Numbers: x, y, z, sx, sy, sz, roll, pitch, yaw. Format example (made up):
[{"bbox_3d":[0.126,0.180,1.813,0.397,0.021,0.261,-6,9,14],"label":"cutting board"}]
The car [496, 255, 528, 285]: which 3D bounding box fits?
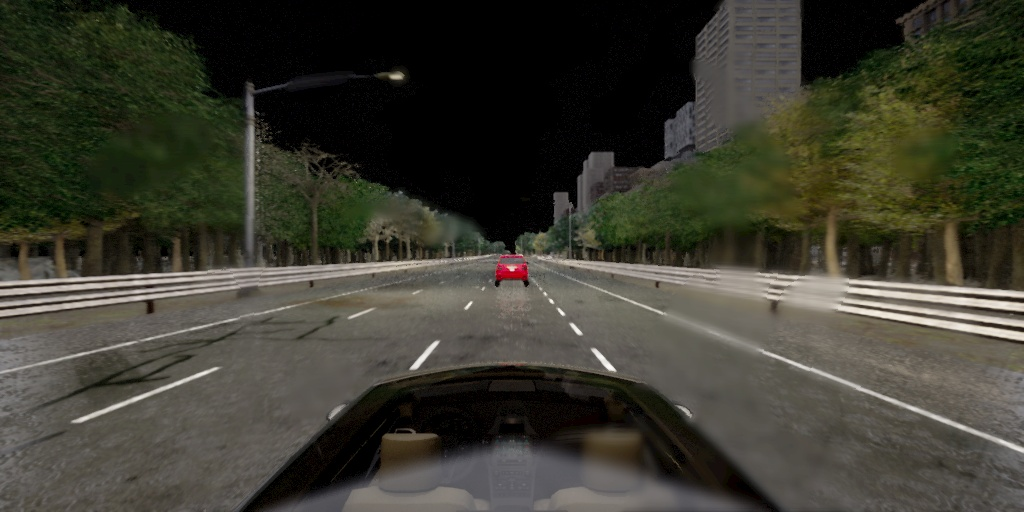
[{"bbox_3d":[0.000,0.971,25.822,2.150,2.045,5.566,0,0,0],"label":"car"}]
